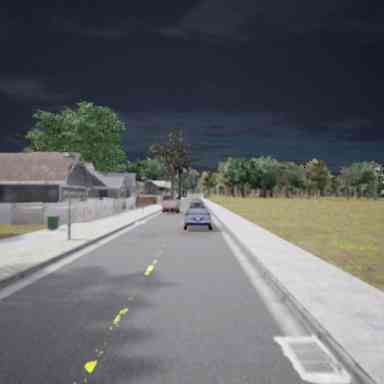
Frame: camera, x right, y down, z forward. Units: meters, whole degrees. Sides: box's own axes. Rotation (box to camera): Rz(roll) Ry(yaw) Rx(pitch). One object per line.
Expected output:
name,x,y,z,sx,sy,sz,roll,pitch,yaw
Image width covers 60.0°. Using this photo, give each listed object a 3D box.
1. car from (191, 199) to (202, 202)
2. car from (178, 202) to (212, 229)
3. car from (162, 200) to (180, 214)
car,0.652,1.733,43.643,1.837,1.490,4.892,0,-1,1
car,0.385,1.671,22.546,2.033,1.411,5.357,0,0,1
car,-2.359,1.673,38.142,1.882,1.535,5.008,0,0,1
